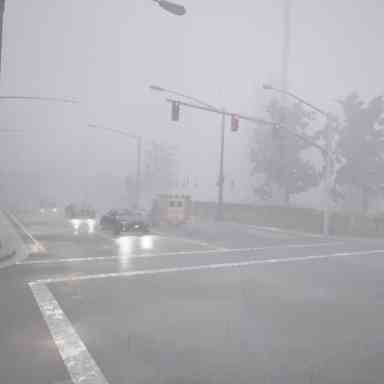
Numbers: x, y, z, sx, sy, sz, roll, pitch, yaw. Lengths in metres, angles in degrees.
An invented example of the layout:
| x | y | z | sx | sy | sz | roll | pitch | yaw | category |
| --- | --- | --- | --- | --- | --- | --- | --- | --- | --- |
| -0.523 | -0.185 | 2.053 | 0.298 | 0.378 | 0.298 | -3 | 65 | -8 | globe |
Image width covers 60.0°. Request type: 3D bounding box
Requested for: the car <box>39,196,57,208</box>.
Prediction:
| x | y | z | sx | sy | sz | roll | pitch | yaw | category |
| --- | --- | --- | --- | --- | --- | --- | --- | --- | --- |
| -19.962 | 1.405 | 46.018 | 1.837 | 1.490 | 4.892 | 3 | -1 | -31 | car |

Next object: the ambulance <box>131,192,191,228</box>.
| x | y | z | sx | sy | sz | roll | pitch | yaw | category |
| --- | --- | --- | --- | --- | --- | --- | --- | --- | --- |
| -2.599 | 1.290 | 24.499 | 2.351 | 2.431 | 6.366 | 3 | -1 | -31 | ambulance |

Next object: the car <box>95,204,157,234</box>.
| x | y | z | sx | sy | sz | roll | pitch | yaw | category |
| --- | --- | --- | --- | --- | --- | --- | --- | --- | --- |
| -4.072 | 1.694 | 19.976 | 1.994 | 1.385 | 4.181 | 3 | -1 | -32 | car |

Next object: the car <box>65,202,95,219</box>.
| x | y | z | sx | sy | sz | roll | pitch | yaw | category |
| --- | --- | --- | --- | --- | --- | --- | --- | --- | --- |
| -9.998 | 1.608 | 29.645 | 1.994 | 1.385 | 4.181 | 3 | -1 | -32 | car |
